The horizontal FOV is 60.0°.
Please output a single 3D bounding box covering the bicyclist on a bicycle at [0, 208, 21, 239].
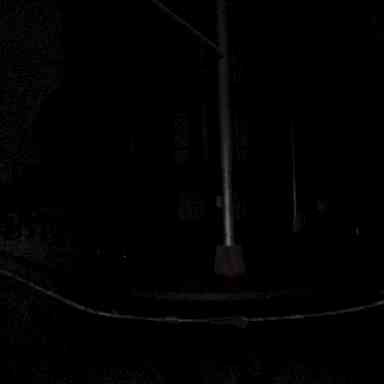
[{"bbox_3d":[-9.681,1.662,17.064,1.656,1.620,0.582,-2,0,-45],"label":"bicyclist on a bicycle"}]
